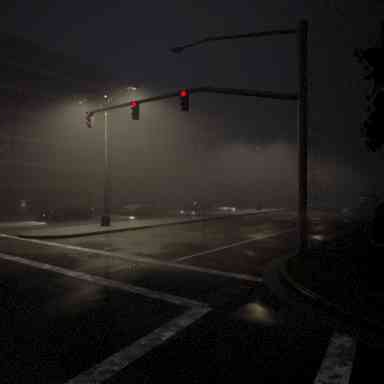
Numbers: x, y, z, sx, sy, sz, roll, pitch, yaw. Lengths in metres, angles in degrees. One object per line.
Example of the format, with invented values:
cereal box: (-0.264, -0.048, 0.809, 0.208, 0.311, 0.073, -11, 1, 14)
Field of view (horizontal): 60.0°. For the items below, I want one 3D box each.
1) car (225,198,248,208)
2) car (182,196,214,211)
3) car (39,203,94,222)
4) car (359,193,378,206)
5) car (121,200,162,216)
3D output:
car: (6.611, 1.564, 49.404, 1.994, 1.385, 4.181, 0, 0, 36)
car: (0.772, 1.352, 41.376, 2.097, 1.767, 4.553, 0, 0, 36)
car: (-9.952, 1.564, 26.600, 1.994, 1.385, 4.181, 0, 0, 36)
car: (28.728, 1.221, 54.042, 2.150, 2.045, 5.566, 0, 0, 36)
car: (-4.960, 1.524, 33.480, 1.812, 1.442, 4.674, 0, 0, 36)
